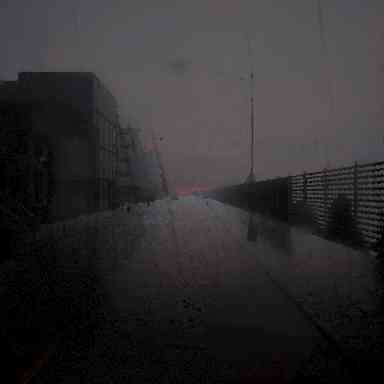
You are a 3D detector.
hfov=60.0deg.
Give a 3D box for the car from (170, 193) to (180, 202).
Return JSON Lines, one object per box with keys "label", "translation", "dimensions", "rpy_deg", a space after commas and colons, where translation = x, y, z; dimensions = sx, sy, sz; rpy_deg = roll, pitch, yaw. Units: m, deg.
{"label": "car", "translation": [-4.000, 1.547, 75.900], "dimensions": [1.895, 1.301, 4.718], "rpy_deg": [0, 0, 0]}
